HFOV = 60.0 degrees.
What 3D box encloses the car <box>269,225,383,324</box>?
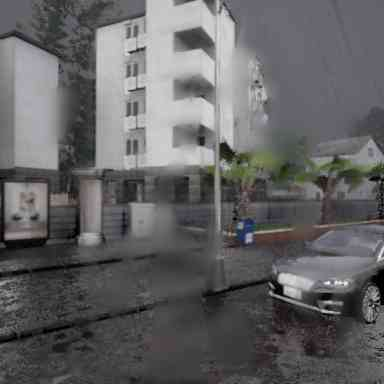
[{"bbox_3d":[3.768,1.518,7.286,4.902,1.511,2.128,0,0,-35],"label":"car"}]
